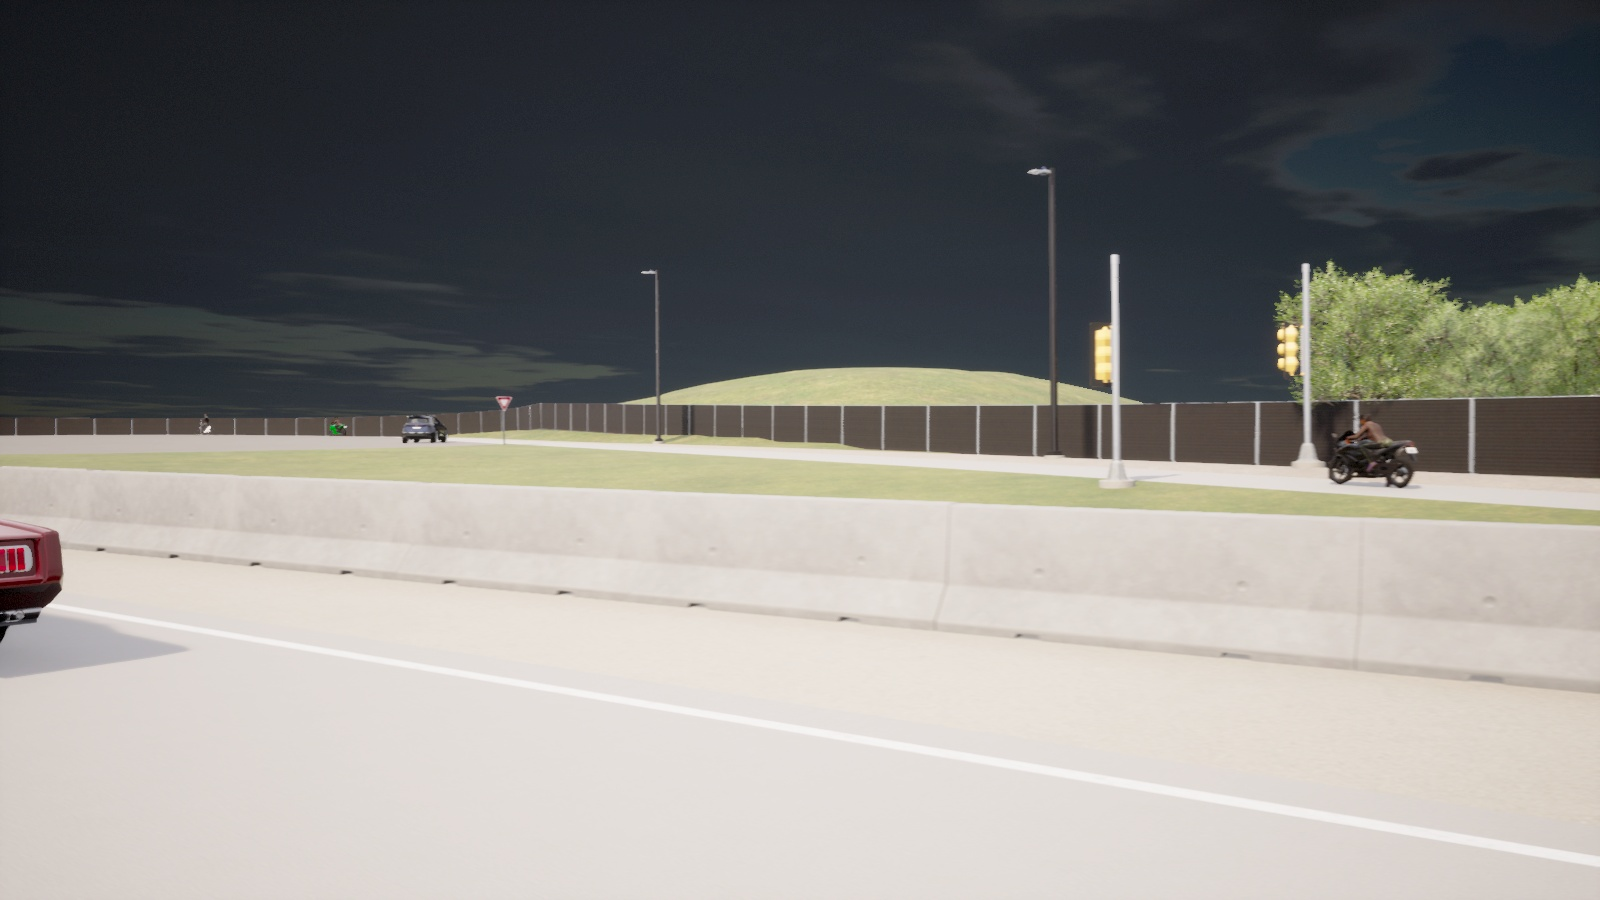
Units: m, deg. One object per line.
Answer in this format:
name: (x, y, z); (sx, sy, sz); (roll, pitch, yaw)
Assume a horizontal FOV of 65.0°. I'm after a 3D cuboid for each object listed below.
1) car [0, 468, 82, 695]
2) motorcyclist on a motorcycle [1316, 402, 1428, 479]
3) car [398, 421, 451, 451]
car: (-6.897, 0.783, 8.209); (4.718, 1.301, 1.895); (0, 1, 34)
motorcyclist on a motorcycle: (11.797, -0.210, 25.965); (0.797, 1.523, 2.044); (-2, 2, -29)
car: (-22.175, -0.844, 74.270); (2.033, 1.649, 4.856); (-1, 1, -5)
